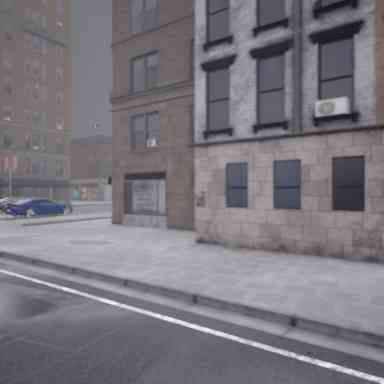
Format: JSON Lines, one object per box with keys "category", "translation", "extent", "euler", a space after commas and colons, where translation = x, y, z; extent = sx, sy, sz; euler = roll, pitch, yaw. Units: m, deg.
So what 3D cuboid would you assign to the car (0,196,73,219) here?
{"category": "car", "translation": [-11.843, 1.173, 26.229], "extent": [1.882, 1.535, 5.008], "euler": [0, 1, 36]}
